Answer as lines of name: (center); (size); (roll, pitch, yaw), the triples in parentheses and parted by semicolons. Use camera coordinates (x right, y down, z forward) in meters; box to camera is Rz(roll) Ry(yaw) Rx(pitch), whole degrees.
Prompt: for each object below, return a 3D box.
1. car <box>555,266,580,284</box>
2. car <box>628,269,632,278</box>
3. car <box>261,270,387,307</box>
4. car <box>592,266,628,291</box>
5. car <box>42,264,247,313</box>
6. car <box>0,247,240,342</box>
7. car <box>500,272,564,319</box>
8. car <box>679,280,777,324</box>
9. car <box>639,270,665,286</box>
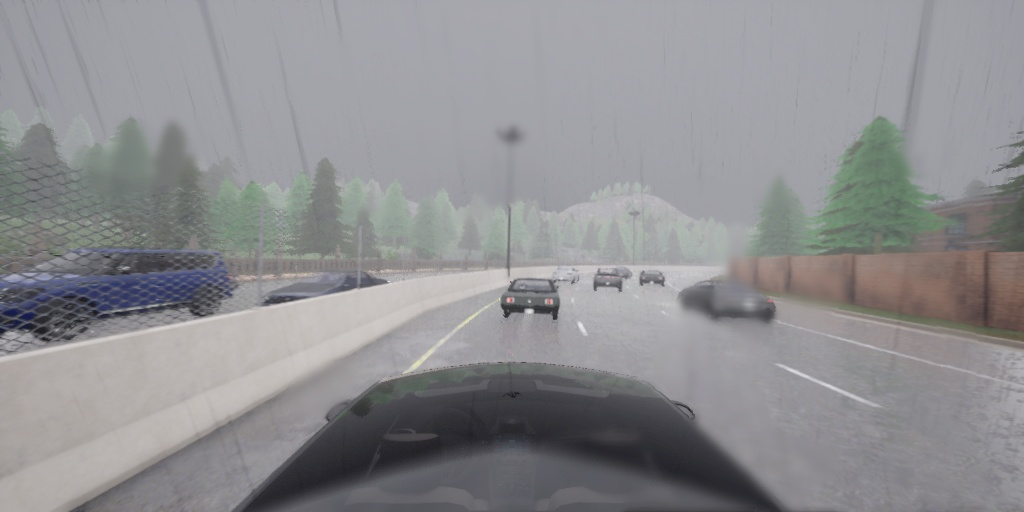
car: (4.637, 1.596, 30.856); (1.812, 1.442, 4.674); (1, 0, 17)
car: (12.745, 1.908, 41.741); (1.994, 1.385, 4.181); (1, 0, 25)
car: (-6.451, 1.225, 13.296); (2.033, 1.411, 5.357); (1, 0, 6)
car: (6.612, 1.568, 24.957); (2.128, 1.511, 4.902); (1, 0, 14)
car: (-13.423, 1.062, 13.803); (2.033, 1.411, 5.357); (1, 0, 6)
car: (-10.275, 0.780, 9.385); (2.150, 2.045, 5.566); (1, 0, 4)
car: (0.806, 1.454, 13.364); (1.895, 1.301, 4.718); (1, 0, 7)
car: (7.916, 1.589, 13.561); (1.994, 1.385, 4.181); (1, 0, 7)
car: (11.918, 1.845, 30.726); (1.895, 1.301, 4.718); (1, 0, 19)
